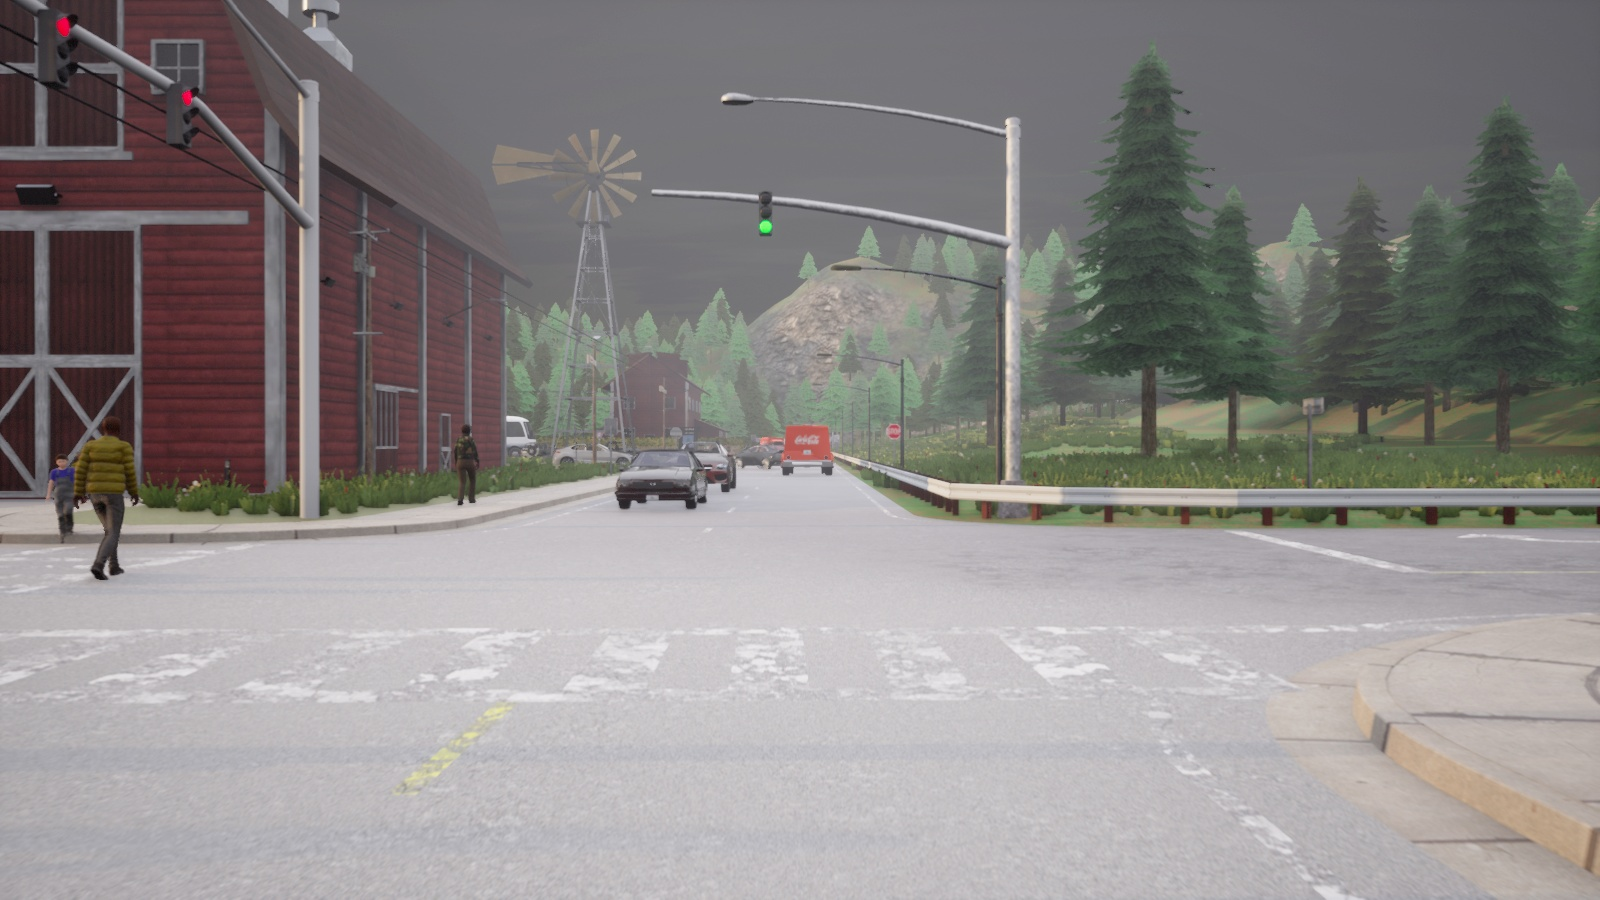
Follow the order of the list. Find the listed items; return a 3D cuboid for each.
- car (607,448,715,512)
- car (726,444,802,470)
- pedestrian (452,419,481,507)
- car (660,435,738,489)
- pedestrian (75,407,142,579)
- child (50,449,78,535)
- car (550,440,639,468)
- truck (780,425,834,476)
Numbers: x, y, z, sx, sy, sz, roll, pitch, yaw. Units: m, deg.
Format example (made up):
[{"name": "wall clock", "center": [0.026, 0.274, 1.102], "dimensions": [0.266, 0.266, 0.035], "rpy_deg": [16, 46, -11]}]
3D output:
[{"name": "car", "center": [-3.309, 0.668, 30.935], "dimensions": [2.033, 1.411, 5.357], "rpy_deg": [0, 0, 0]}, {"name": "car", "center": [-2.246, 0.395, 76.392], "dimensions": [2.128, 1.511, 4.902], "rpy_deg": [0, 0, -38]}, {"name": "pedestrian", "center": [-7.428, 0.284, 27.948], "dimensions": [0.395, 1.930, 0.692], "rpy_deg": [0, 0, 7]}, {"name": "car", "center": [-3.251, 0.357, 41.416], "dimensions": [2.152, 1.651, 5.027], "rpy_deg": [0, 0, 0]}, {"name": "pedestrian", "center": [-7.584, 0.461, 13.786], "dimensions": [0.370, 1.835, 0.726], "rpy_deg": [0, 0, -4]}, {"name": "child", "center": [-10.902, 0.614, 18.616], "dimensions": [0.270, 1.263, 0.437], "rpy_deg": [0, 0, -18]}, {"name": "car", "center": [-12.269, 0.214, 75.207], "dimensions": [5.027, 1.651, 2.152], "rpy_deg": [0, 0, -1]}, {"name": "truck", "center": [0.373, 0.004, 63.531], "dimensions": [2.627, 2.467, 5.204], "rpy_deg": [0, 0, 0]}]
